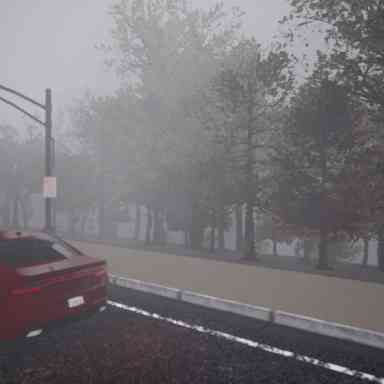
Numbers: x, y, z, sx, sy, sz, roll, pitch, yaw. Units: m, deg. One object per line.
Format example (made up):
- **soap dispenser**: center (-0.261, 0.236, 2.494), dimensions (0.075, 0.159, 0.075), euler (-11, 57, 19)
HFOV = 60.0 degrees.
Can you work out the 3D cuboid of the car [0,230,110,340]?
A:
- **car**: center (-3.721, 1.474, 6.338), dimensions (5.008, 1.535, 1.882), euler (0, 0, 35)
